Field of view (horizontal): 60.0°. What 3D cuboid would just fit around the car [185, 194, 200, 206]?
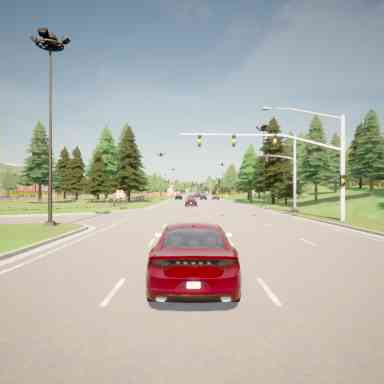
[{"bbox_3d":[-0.150,1.525,52.897,1.812,1.442,4.674,0,0,0],"label":"car"}]

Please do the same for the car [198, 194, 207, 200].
[{"bbox_3d":[3.231,1.524,94.353,1.812,1.442,4.674,0,0,0],"label":"car"}]

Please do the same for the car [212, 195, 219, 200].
[{"bbox_3d":[6.731,1.525,94.363,2.128,1.511,4.902,0,0,0],"label":"car"}]

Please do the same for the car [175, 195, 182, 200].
[{"bbox_3d":[-3.769,1.478,94.333,1.882,1.535,5.008,0,0,0],"label":"car"}]

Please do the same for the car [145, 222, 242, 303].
[{"bbox_3d":[0.040,1.478,8.294,1.882,1.535,5.008,0,0,0],"label":"car"}]
